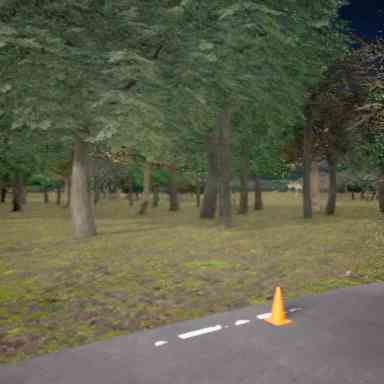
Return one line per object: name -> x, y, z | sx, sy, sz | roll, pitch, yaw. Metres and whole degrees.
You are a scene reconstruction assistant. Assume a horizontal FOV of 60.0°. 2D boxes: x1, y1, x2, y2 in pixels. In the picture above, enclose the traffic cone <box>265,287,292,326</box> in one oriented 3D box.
traffic cone -> 1.512, 1.957, 5.817 | 0.340, 0.580, 0.340 | 1, 0, -30
